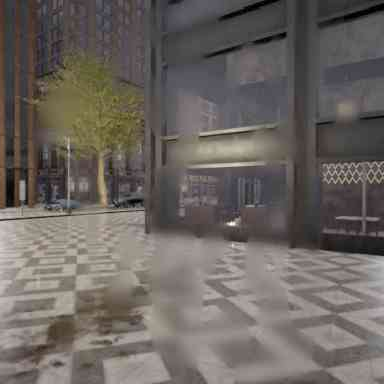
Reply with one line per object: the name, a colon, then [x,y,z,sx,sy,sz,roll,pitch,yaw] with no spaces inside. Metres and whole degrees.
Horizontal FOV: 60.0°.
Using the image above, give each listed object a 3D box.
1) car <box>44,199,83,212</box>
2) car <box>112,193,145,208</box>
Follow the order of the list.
car: [-14.516,1.472,37.796,1.994,1.385,4.181,0,0,35]
car: [-8.435,1.106,46.290,2.150,2.045,5.566,0,0,35]
